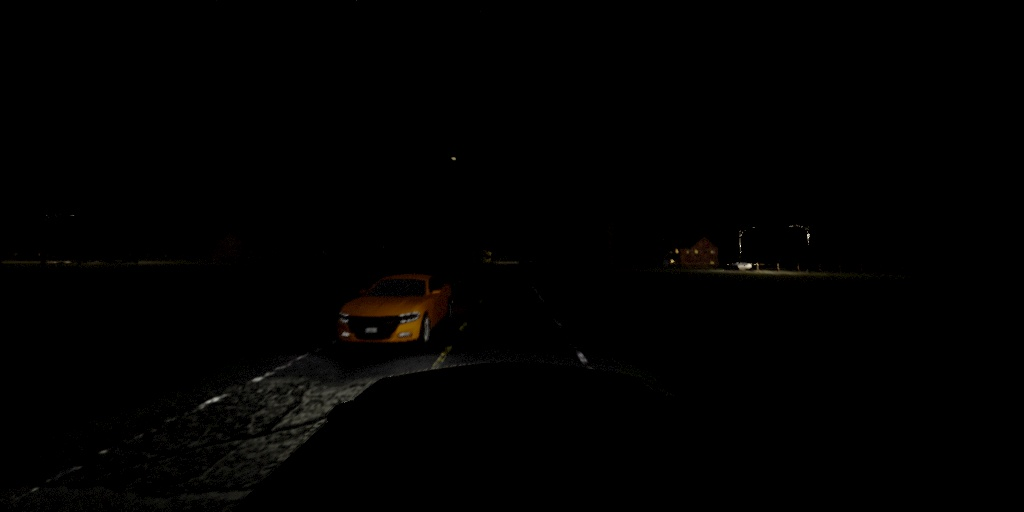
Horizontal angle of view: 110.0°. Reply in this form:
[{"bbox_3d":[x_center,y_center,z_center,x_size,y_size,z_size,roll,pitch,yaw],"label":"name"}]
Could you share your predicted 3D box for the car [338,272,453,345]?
[{"bbox_3d":[-2.851,1.229,9.753,1.882,1.535,5.008,0,0,0],"label":"car"}]
